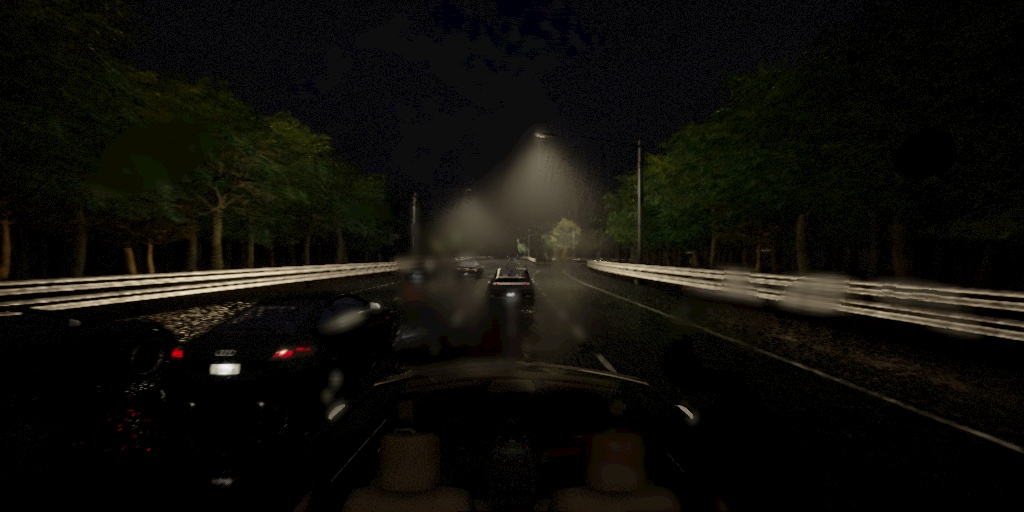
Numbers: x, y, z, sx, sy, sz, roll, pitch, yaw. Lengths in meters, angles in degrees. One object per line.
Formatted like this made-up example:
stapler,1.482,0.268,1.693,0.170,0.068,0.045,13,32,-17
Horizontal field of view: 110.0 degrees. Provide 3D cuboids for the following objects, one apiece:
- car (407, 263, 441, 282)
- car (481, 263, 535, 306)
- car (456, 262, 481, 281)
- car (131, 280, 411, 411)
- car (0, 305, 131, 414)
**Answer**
car,-6.906,1.264,28.474,1.837,1.490,4.892,0,0,0
car,-0.005,1.247,15.819,2.128,1.511,4.902,0,0,0
car,-3.409,1.251,29.754,2.128,1.511,4.902,0,0,0
car,-3.401,1.315,6.260,1.994,1.385,4.181,0,0,0
car,-6.900,1.315,4.588,1.994,1.385,4.181,0,0,0
